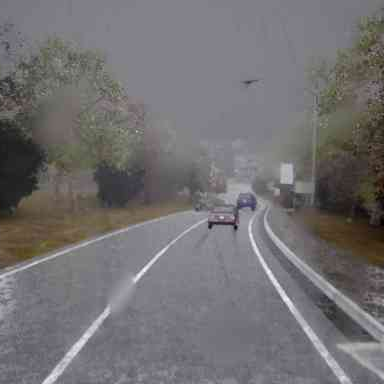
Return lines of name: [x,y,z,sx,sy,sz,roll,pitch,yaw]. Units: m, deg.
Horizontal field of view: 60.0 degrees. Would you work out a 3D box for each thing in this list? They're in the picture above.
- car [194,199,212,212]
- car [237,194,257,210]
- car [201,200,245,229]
car: [1.635,1.469,36.203,1.994,1.385,4.181,1,0,14]
car: [6.964,1.215,42.340,2.150,2.045,5.566,1,0,14]
car: [2.160,1.528,21.716,2.033,1.411,5.357,1,0,10]
